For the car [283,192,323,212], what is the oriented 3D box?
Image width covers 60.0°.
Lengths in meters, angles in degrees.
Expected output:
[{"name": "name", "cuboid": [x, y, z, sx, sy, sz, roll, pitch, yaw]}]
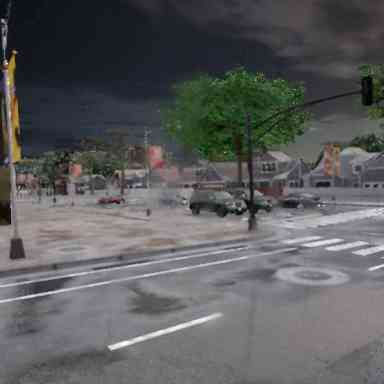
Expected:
[{"name": "car", "cuboid": [8.848, 0.820, 28.842, 1.837, 1.490, 4.892, -3, 2, -34]}]

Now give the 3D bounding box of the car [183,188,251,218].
[{"name": "car", "cuboid": [1.954, 0.877, 27.069, 2.150, 2.045, 5.566, -4, 3, -35]}]

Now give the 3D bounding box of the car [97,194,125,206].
[{"name": "car", "cuboid": [-11.477, 1.200, 45.989, 1.895, 1.301, 4.718, -4, 2, -35]}]

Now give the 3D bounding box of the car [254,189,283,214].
[{"name": "car", "cuboid": [4.718, 0.711, 28.786, 2.150, 2.045, 5.566, -4, 2, -35]}]

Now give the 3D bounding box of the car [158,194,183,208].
[{"name": "car", "cuboid": [-2.163, 0.943, 38.458, 2.128, 1.511, 4.902, -4, 3, -35]}]
